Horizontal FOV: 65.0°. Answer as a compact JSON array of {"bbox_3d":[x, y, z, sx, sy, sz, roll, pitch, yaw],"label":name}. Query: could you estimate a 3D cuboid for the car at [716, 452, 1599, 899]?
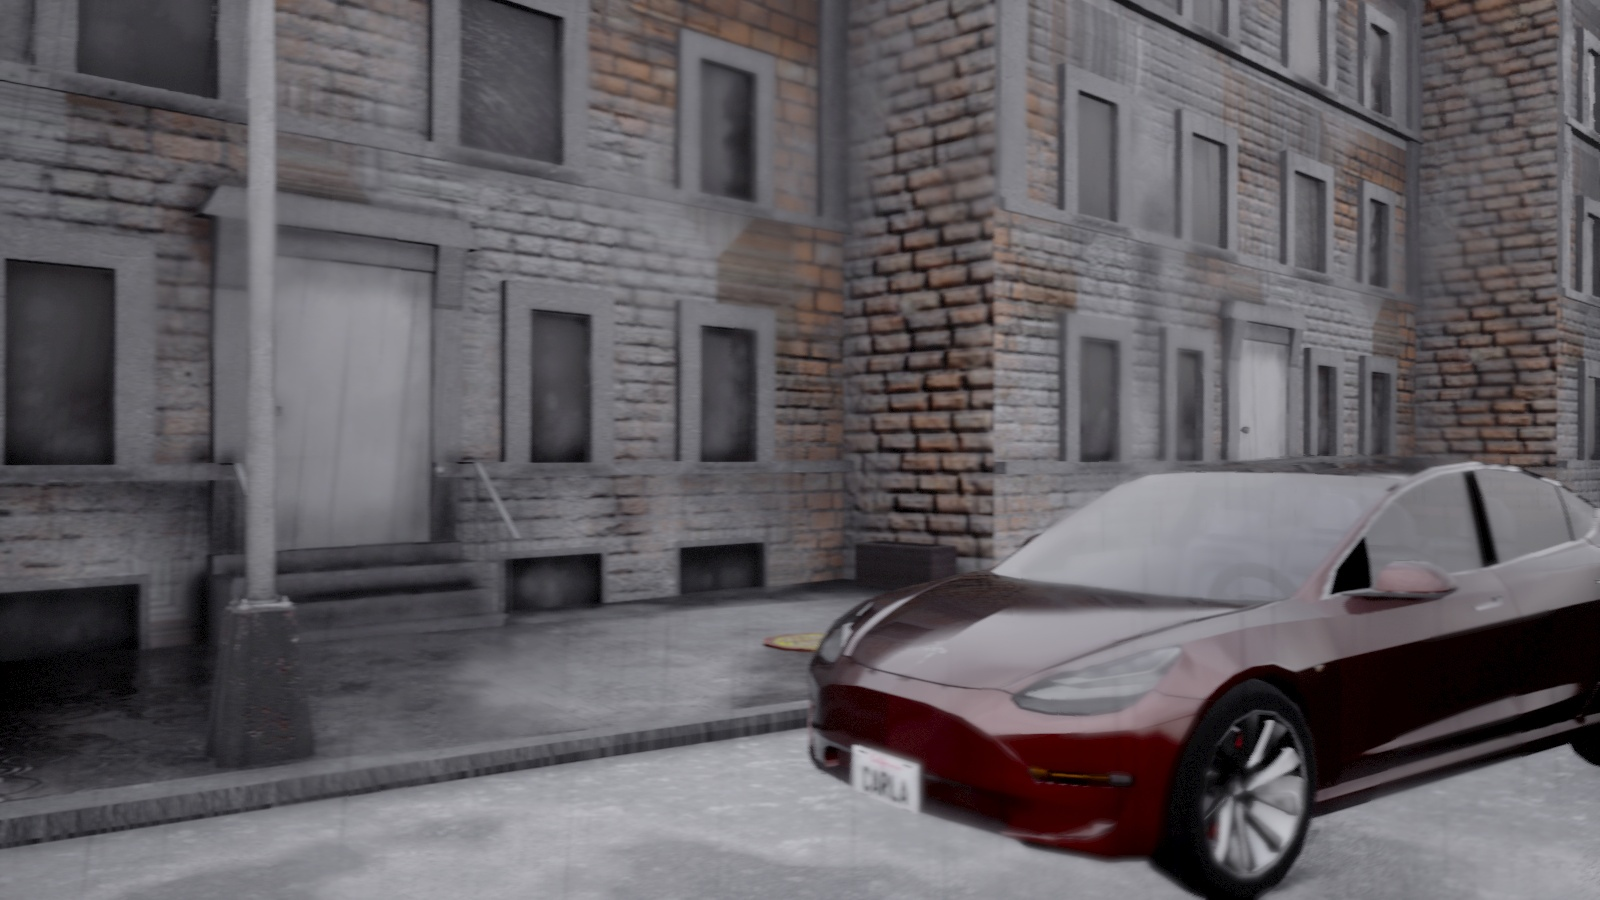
[{"bbox_3d":[2.228,0.754,5.816,4.792,1.488,2.163,0,0,-35],"label":"car"}]
